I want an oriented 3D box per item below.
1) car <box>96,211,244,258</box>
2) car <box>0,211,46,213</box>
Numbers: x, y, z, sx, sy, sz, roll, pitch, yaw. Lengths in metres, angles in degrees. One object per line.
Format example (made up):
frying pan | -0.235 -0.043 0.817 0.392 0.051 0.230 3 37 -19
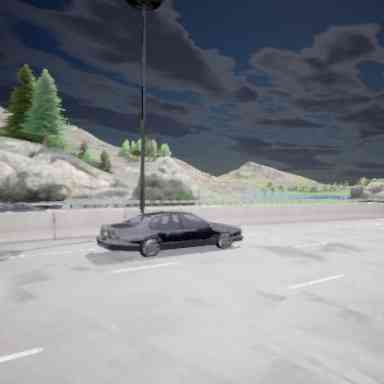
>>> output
car | -0.653 1.402 12.076 5.357 1.411 2.033 0 1 -32
car | -10.159 1.271 18.150 4.181 1.385 1.994 0 1 -35
